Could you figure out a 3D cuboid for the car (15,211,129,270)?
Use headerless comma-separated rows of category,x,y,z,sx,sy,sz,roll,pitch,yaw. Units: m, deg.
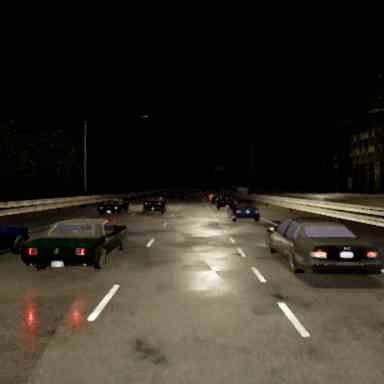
car,-3.392,1.516,10.639,1.895,1.301,4.718,0,1,0

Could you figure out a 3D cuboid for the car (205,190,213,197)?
car,4.156,0.369,80.648,1.801,1.575,5.366,0,1,1

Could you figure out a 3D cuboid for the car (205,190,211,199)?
car,3.838,0.732,58.498,2.097,1.767,4.553,0,1,1

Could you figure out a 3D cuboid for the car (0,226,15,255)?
car,-6.892,1.521,10.097,1.895,1.301,4.718,0,1,0

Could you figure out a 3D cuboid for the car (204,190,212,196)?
car,4.348,0.201,91.427,2.033,1.411,5.357,0,1,1

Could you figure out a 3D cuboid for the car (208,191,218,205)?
car,3.720,1.013,47.562,1.837,1.490,4.892,0,1,1

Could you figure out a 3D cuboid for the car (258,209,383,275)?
car,3.601,1.468,10.157,2.033,1.411,5.357,0,1,1

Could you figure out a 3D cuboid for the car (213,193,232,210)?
car,3.627,1.140,36.591,1.837,1.490,4.892,0,1,0

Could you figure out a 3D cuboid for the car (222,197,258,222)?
car,3.654,1.326,24.212,2.033,1.411,5.357,0,1,0

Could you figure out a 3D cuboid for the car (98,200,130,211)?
car,-6.818,1.319,29.535,1.895,1.301,4.718,0,1,0

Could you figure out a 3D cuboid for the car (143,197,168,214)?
car,-3.310,1.197,30.613,2.128,1.511,4.902,0,1,0
